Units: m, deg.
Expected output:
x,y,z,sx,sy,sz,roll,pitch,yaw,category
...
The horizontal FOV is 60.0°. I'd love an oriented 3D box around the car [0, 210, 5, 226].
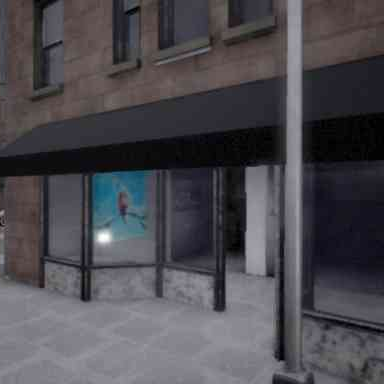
x,y,z,sx,sy,sz,roll,pitch,yaw,category
-11.838,1.548,23.085,1.947,1.339,4.313,0,0,35,car
